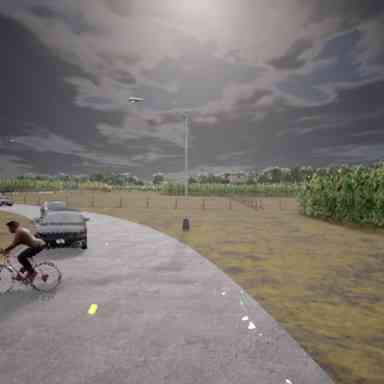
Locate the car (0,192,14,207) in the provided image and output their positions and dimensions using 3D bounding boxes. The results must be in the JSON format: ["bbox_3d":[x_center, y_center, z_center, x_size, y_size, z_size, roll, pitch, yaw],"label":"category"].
[{"bbox_3d":[-23.418,1.112,40.406,4.181,1.385,1.994,2,1,39],"label":"car"}]

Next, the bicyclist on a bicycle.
[{"bbox_3d":[-3.764,1.451,7.344,1.656,1.620,0.582,-1,0,-10],"label":"bicyclist on a bicycle"}]

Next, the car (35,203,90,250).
[{"bbox_3d":[-5.482,1.472,14.244,1.882,1.535,5.008,0,0,-19],"label":"car"}]

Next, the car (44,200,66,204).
[{"bbox_3d":[-10.505,1.431,25.651,1.837,1.490,4.892,0,0,-30],"label":"car"}]
